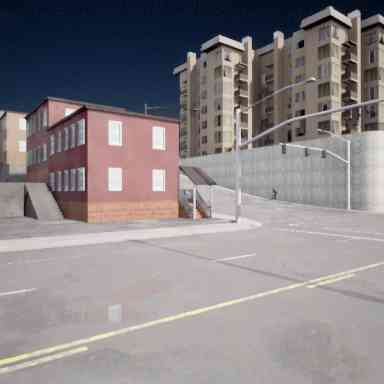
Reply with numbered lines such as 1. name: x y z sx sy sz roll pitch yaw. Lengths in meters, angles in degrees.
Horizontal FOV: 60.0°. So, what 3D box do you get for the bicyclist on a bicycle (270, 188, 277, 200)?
1. bicyclist on a bicycle: 11.181 0.315 45.374 1.656 1.620 0.582 0 6 -35
